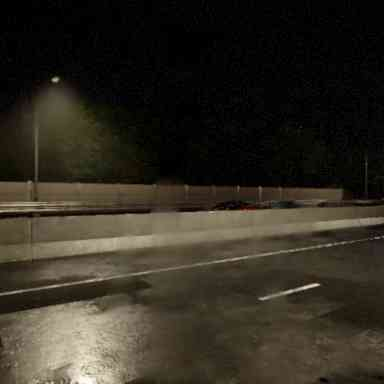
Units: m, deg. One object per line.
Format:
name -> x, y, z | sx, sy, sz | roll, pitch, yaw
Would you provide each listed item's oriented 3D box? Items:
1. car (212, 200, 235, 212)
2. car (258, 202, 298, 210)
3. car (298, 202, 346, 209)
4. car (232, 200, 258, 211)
car -> 4.490, 1.681, 37.333 | 4.892, 1.490, 1.837 | 1, 0, -36
car -> 8.870, 1.704, 31.862 | 4.674, 1.442, 1.812 | 0, 0, -36
car -> 12.083, 1.666, 29.859 | 5.008, 1.535, 1.882 | 1, 0, -36
car -> 6.861, 1.780, 34.728 | 4.718, 1.301, 1.895 | 1, 0, -36
